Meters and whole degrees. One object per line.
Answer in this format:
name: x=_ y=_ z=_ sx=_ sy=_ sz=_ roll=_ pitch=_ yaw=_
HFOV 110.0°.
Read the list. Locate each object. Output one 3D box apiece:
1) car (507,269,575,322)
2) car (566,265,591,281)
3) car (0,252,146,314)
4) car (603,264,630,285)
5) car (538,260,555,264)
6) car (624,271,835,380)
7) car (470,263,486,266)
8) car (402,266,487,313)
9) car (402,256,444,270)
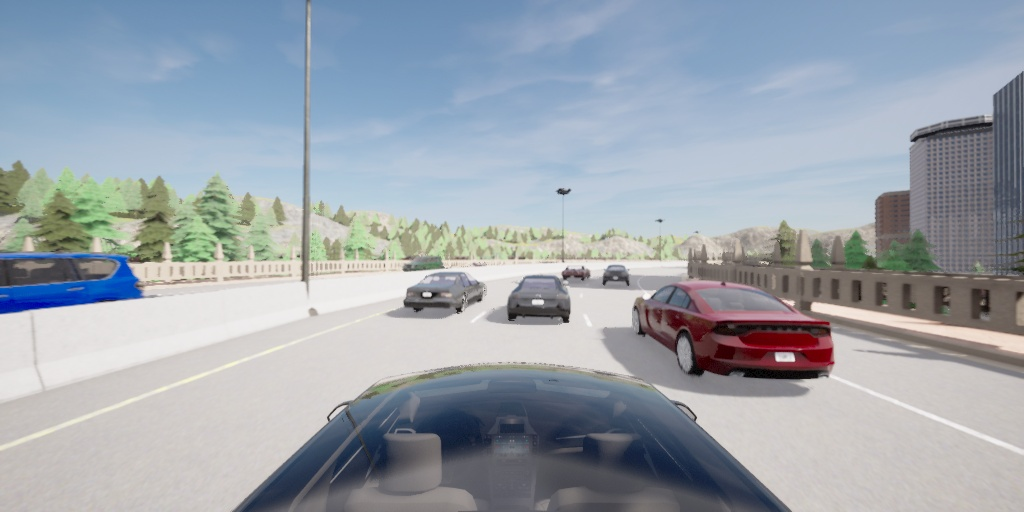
car: x=1.014 y=1.330 z=12.508 sx=1.994 sy=1.385 sz=4.181 roll=0 pitch=0 yaw=7
car: x=5.720 y=1.434 z=31.518 sx=1.895 sy=1.301 sz=4.718 roll=0 pitch=0 yaw=20
car: x=-10.326 y=0.929 z=6.634 sx=2.150 sy=2.045 sz=5.566 roll=0 pitch=0 yaw=3
car: x=7.821 y=1.348 z=26.855 sx=1.812 sy=1.442 sz=4.674 roll=0 pitch=0 yaw=17
car: x=5.155 y=1.427 z=54.068 sx=1.882 sy=1.535 sz=5.008 roll=0 pitch=-1 yaw=33
car: x=3.960 y=1.250 z=7.440 sx=1.882 sy=1.535 sz=5.008 roll=0 pitch=0 yaw=4
car: x=-4.500 y=1.462 z=43.743 sx=1.895 sy=1.301 sz=4.718 roll=0 pitch=0 yaw=25
car: x=-2.381 y=1.304 z=14.087 sx=2.033 sy=1.411 sz=5.357 roll=0 pitch=0 yaw=8
car: x=-9.852 y=1.046 z=40.203 sx=2.150 sy=2.045 sz=5.566 roll=0 pitch=0 yaw=22
